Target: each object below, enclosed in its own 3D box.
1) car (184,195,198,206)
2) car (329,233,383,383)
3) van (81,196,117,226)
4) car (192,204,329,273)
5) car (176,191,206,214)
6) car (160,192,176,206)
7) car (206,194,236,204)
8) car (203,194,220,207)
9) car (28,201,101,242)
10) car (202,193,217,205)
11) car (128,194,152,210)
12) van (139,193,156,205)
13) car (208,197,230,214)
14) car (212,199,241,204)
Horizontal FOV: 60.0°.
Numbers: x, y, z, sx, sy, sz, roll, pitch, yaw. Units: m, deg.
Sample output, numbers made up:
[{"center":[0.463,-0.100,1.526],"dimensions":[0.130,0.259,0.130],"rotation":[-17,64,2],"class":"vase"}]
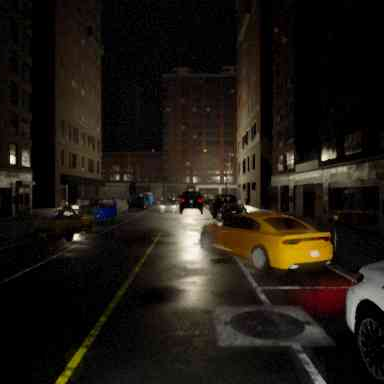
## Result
[{"center":[-0.132,1.165,47.812],"dimensions":[1.994,1.385,4.181],"rotation":[0,0,0],"class":"car"},{"center":[3.098,1.199,1.997],"dimensions":[2.150,2.045,5.566],"rotation":[0,1,0],"class":"car"},{"center":[-5.944,1.143,21.213],"dimensions":[1.690,1.788,3.998],"rotation":[1,0,0],"class":"van"},{"center":[2.032,1.374,10.599],"dimensions":[1.882,1.535,5.008],"rotation":[0,1,-25],"class":"car"},{"center":[-0.055,0.936,31.813],"dimensions":[2.150,2.045,5.566],"rotation":[0,0,0],"class":"car"},{"center":[-3.273,0.959,46.863],"dimensions":[2.097,1.767,4.553],"rotation":[0,1,0],"class":"car"},{"center":[2.555,1.074,26.731],"dimensions":[2.192,1.841,5.009],"rotation":[1,0,0],"class":"car"},{"center":[2.478,1.076,43.179],"dimensions":[1.967,1.590,4.097],"rotation":[1,0,0],"class":"car"},{"center":[-5.919,1.376,15.562],"dimensions":[1.752,1.417,4.829],"rotation":[1,1,0],"class":"car"},{"center":[2.452,1.036,48.662],"dimensions":[1.967,1.590,4.097],"rotation":[1,0,0],"class":"car"},{"center":[-6.023,1.241,37.660],"dimensions":[1.947,1.339,4.313],"rotation":[1,0,0],"class":"car"},{"center":[-6.046,0.976,43.141],"dimensions":[1.690,1.788,3.998],"rotation":[1,0,0],"class":"van"},{"center":[2.527,1.240,32.385],"dimensions":[1.752,1.417,4.829],"rotation":[1,0,0],"class":"car"},{"center":[2.578,1.354,21.251],"dimensions":[2.008,1.369,4.403],"rotation":[1,0,0],"class":"car"}]
